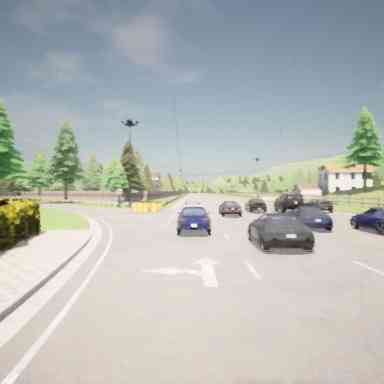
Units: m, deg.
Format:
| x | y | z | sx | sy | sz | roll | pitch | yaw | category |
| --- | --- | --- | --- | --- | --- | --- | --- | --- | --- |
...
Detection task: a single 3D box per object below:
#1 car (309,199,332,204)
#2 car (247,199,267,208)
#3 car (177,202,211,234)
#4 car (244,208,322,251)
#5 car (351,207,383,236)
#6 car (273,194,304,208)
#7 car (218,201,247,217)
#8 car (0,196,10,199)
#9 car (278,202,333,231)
| x | y | z | sx | sy | sz | roll | pitch | yaw | category |
| --- | --- | --- | --- | --- | --- | --- | --- | --- | --- |
| 14.106 | 1.503 | 37.288 | 2.128 | 1.511 | 4.902 | 0 | 0 | 0 | car |
| 7.105 | 1.516 | 37.396 | 1.837 | 1.490 | 4.892 | 0 | 0 | 0 | car |
| 0.103 | 1.531 | 19.139 | 1.812 | 1.442 | 4.674 | 0 | 0 | 0 | car |
| 3.602 | 1.568 | 14.071 | 1.994 | 1.385 | 4.181 | 0 | 0 | 0 | car |
| 10.602 | 1.531 | 18.398 | 1.812 | 1.442 | 4.674 | 0 | 0 | 0 | car |
| 10.605 | 1.232 | 36.613 | 2.150 | 2.045 | 5.566 | 0 | 0 | 0 | car |
| 3.605 | 1.557 | 31.863 | 2.033 | 1.411 | 5.357 | 0 | 0 | 0 | car |
| -39.023 | 1.538 | 68.904 | 4.674 | 1.442 | 1.812 | 0 | 0 | 40 | car |
| 7.102 | 1.570 | 20.730 | 1.994 | 1.385 | 4.181 | 0 | 0 | 0 | car |
